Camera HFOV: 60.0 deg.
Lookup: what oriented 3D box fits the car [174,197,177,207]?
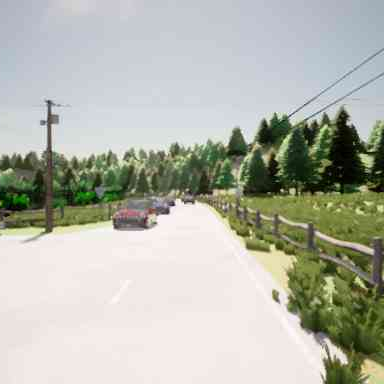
[{"bbox_3d":[-3.454,1.458,52.110,1.882,1.535,5.008,0,0,-1],"label":"car"}]

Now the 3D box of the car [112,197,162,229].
[{"bbox_3d":[-3.533,1.343,21.371,2.097,1.767,4.553,0,0,4],"label":"car"}]

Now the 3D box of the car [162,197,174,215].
[{"bbox_3d":[-3.276,1.339,33.932,2.097,1.767,4.553,0,0,0],"label":"car"}]

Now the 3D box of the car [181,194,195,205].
[{"bbox_3d":[-0.499,1.484,58.953,1.837,1.490,4.892,0,0,-4],"label":"car"}]

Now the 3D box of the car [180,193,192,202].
[{"bbox_3d":[-1.221,1.177,68.976,2.097,1.767,4.553,0,0,-6],"label":"car"}]
